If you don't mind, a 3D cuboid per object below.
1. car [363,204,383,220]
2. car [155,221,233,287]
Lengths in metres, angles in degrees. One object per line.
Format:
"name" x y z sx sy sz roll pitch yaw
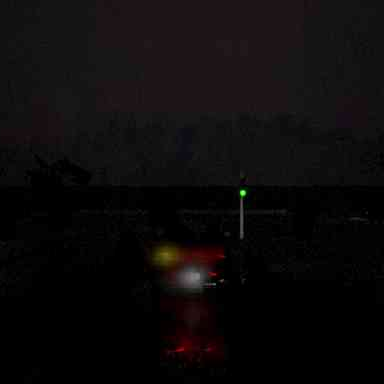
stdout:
"car" 18.188 1.802 30.837 4.181 1.385 1.994 0 0 0
"car" 0.060 1.581 9.546 1.837 1.490 4.892 0 0 0
